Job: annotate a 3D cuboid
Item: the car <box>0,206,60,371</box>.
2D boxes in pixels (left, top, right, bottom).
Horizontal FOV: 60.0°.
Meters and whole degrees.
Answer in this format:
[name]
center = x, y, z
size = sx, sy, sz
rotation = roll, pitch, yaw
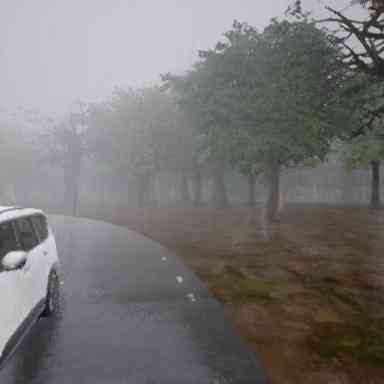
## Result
[car]
center = -3.297, 1.253, 4.447
size = 2.150, 2.045, 5.566
rotation = 0, -1, -11
